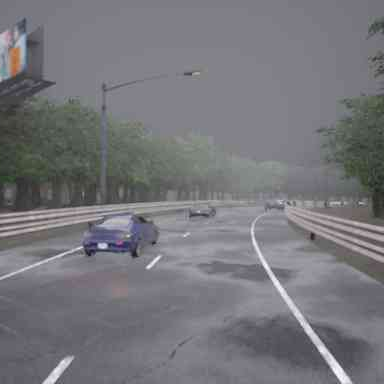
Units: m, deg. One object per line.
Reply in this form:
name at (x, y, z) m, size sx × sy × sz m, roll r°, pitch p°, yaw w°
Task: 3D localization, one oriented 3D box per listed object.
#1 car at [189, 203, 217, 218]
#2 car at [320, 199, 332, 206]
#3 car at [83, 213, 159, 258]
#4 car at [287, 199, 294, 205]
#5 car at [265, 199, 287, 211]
car at (1.112, 1.726, 31.711) m, size 1.994 × 1.385 × 4.181 m, roll 0°, pitch -1°, yaw 15°
car at (32.973, 2.598, 82.352) m, size 1.837 × 1.490 × 4.892 m, roll 0°, pitch -1°, yaw 44°
car at (-2.544, 1.521, 12.653) m, size 1.812 × 1.442 × 4.674 m, roll 0°, pitch 0°, yaw 6°
car at (19.091, 2.204, 64.757) m, size 2.128 × 1.511 × 4.902 m, roll 0°, pitch -1°, yaw 35°
car at (12.151, 1.767, 48.982) m, size 2.097 × 1.767 × 4.553 m, roll 0°, pitch -1°, yaw 25°
